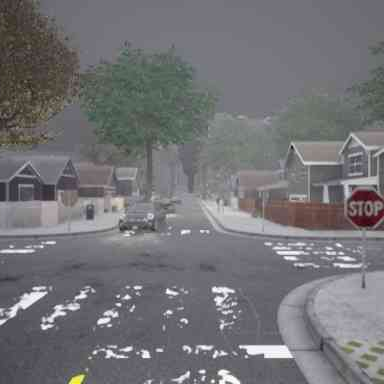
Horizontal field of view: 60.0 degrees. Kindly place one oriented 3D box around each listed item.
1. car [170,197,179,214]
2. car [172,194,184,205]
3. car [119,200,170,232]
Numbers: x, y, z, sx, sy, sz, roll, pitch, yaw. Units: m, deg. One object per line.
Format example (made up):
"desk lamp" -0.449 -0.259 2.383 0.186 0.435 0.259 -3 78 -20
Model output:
"car" -2.767 1.579 35.204 1.994 1.385 4.181 0 0 0
"car" -2.777 1.369 58.407 1.882 1.535 5.008 0 0 0
"car" -2.897 1.351 20.349 2.097 1.767 4.553 0 0 5
